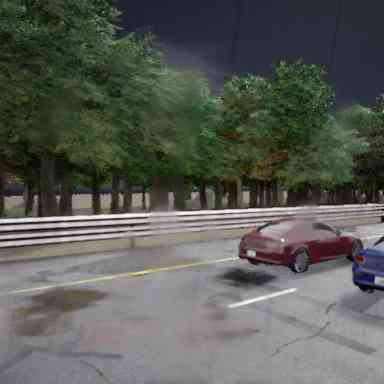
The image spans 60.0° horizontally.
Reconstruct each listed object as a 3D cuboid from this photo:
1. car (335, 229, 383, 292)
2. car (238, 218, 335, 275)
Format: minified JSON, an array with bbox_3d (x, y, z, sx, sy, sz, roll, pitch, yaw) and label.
[{"bbox_3d":[5.513,1.544,7.669,4.674,1.442,1.812,0,0,-35],"label":"car"},{"bbox_3d":[3.520,1.545,10.548,4.674,1.442,1.812,0,0,-35],"label":"car"}]
